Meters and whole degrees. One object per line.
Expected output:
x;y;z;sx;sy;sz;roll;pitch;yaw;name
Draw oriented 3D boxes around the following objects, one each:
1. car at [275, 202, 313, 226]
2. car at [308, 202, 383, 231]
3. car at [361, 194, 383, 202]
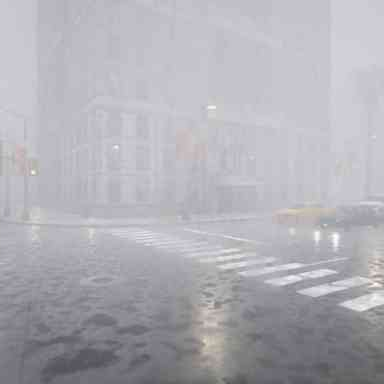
8.107;1.477;23.857;5.008;1.535;1.882;0;0;-34;car
10.023;1.547;20.932;5.357;1.411;2.033;0;0;-34;car
16.610;1.221;29.451;5.566;2.045;2.150;0;0;-33;car
